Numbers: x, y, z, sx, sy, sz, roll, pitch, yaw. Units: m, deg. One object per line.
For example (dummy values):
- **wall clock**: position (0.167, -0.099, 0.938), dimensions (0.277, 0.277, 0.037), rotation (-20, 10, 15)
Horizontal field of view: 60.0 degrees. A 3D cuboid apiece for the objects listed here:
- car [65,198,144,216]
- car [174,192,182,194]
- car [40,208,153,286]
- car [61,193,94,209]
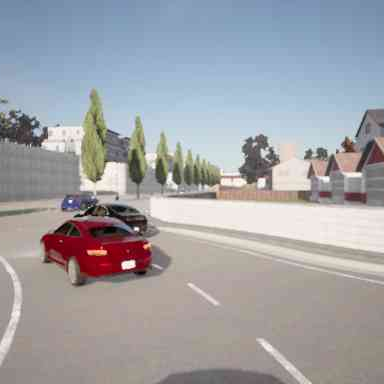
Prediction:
- **car**: position (-4.014, 1.280, 15.782), dimensions (1.837, 1.490, 4.892), rotation (0, 1, -43)
- **car**: position (-2.301, 0.709, 60.521), dimensions (1.895, 1.301, 4.718), rotation (0, 1, 10)
- **car**: position (-2.756, 1.395, 9.084), dimensions (1.812, 1.442, 4.674), rotation (-1, 1, -37)
- **car**: position (-10.824, 0.891, 32.659), dimensions (2.097, 1.767, 4.553), rotation (0, 1, 9)
